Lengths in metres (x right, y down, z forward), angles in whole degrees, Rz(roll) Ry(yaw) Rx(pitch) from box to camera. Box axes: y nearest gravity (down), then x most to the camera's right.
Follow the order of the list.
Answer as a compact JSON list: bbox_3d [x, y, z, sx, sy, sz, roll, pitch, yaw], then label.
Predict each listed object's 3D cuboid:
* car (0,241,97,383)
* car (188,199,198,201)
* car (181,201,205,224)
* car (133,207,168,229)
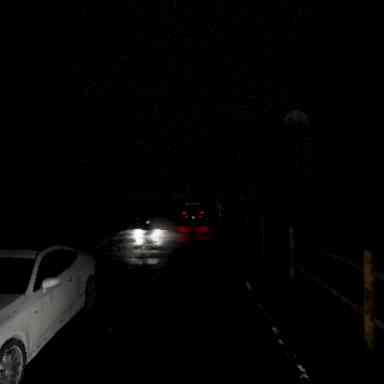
[{"bbox_3d":[-2.833,1.565,5.112,1.812,1.442,4.674,0,0,0],"label":"car"},{"bbox_3d":[0.106,1.698,42.755,2.097,1.767,4.553,0,-1,0],"label":"car"},{"bbox_3d":[0.110,1.740,26.968,1.812,1.442,4.674,0,-1,0],"label":"car"},{"bbox_3d":[-2.792,1.747,23.134,1.994,1.385,4.181,0,-1,0],"label":"car"}]
